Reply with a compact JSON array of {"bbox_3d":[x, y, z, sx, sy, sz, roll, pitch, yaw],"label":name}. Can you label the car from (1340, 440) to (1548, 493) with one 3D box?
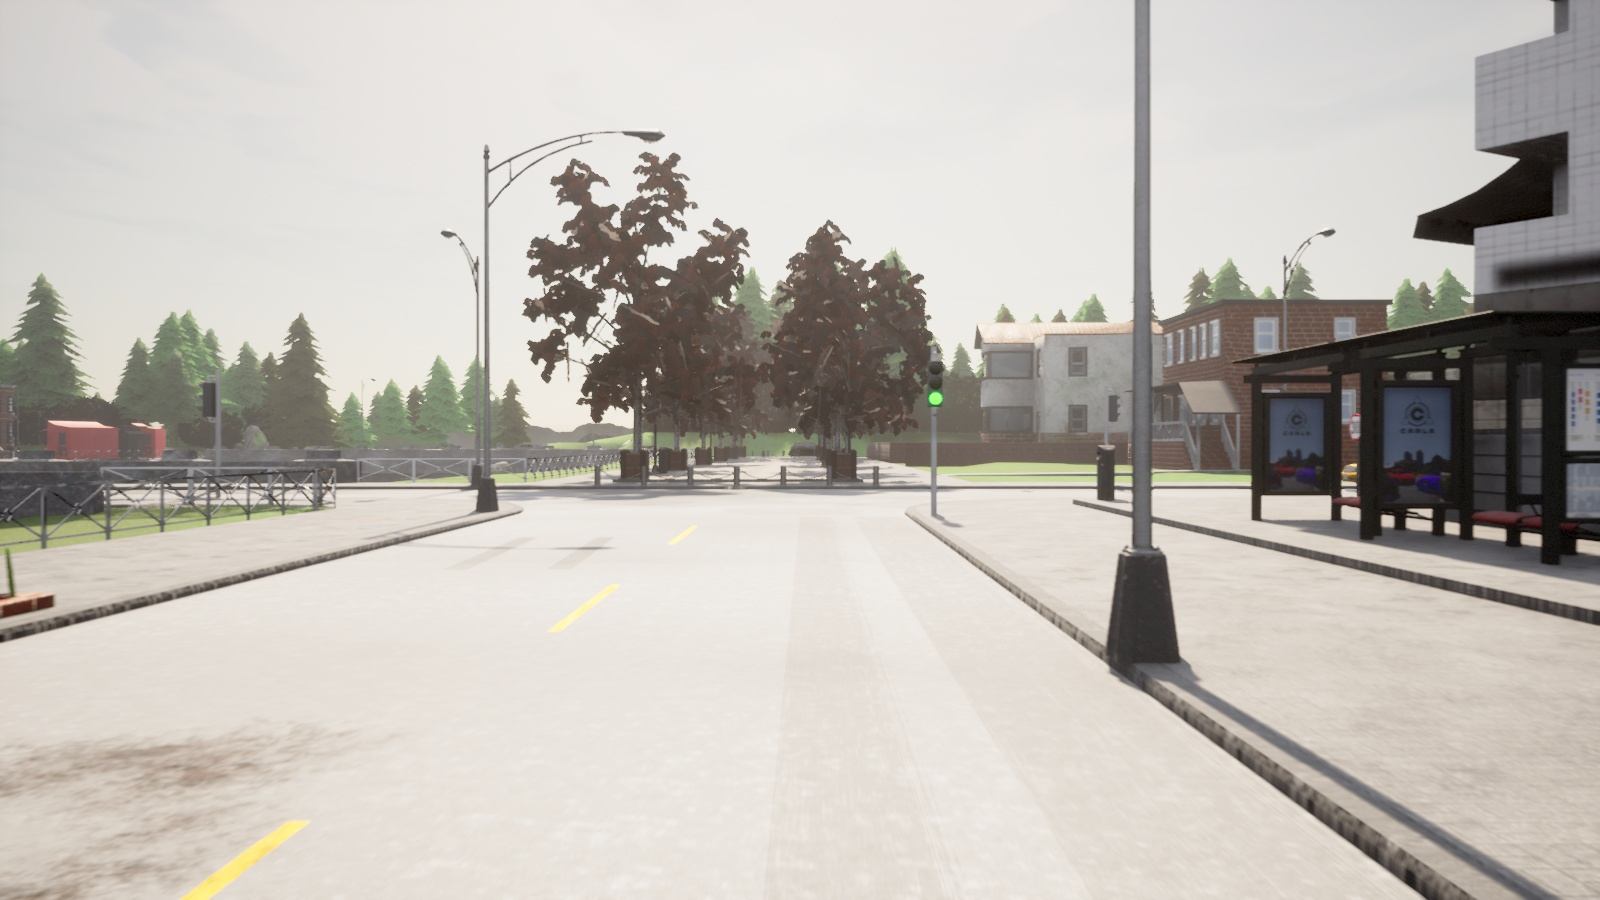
[{"bbox_3d":[19.423,0.487,38.029,5.366,1.575,1.801,0,0,1],"label":"car"}]
